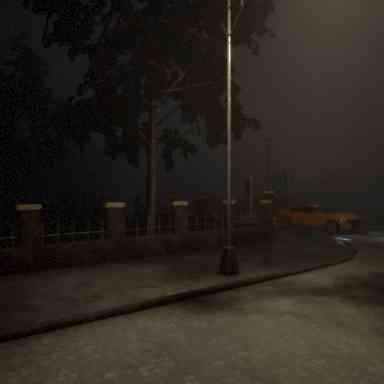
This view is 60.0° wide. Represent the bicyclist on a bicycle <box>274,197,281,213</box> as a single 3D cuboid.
[{"bbox_3d":[8.217,1.315,32.689,1.656,1.620,0.582,0,0,-36],"label":"bicyclist on a bicycle"}]

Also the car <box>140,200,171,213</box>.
[{"bbox_3d":[-3.919,1.541,35.263,1.994,1.385,4.181,0,0,-35],"label":"car"}]

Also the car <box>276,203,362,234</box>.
[{"bbox_3d":[7.288,1.455,19.538,1.882,1.535,5.008,0,0,-35],"label":"car"}]
